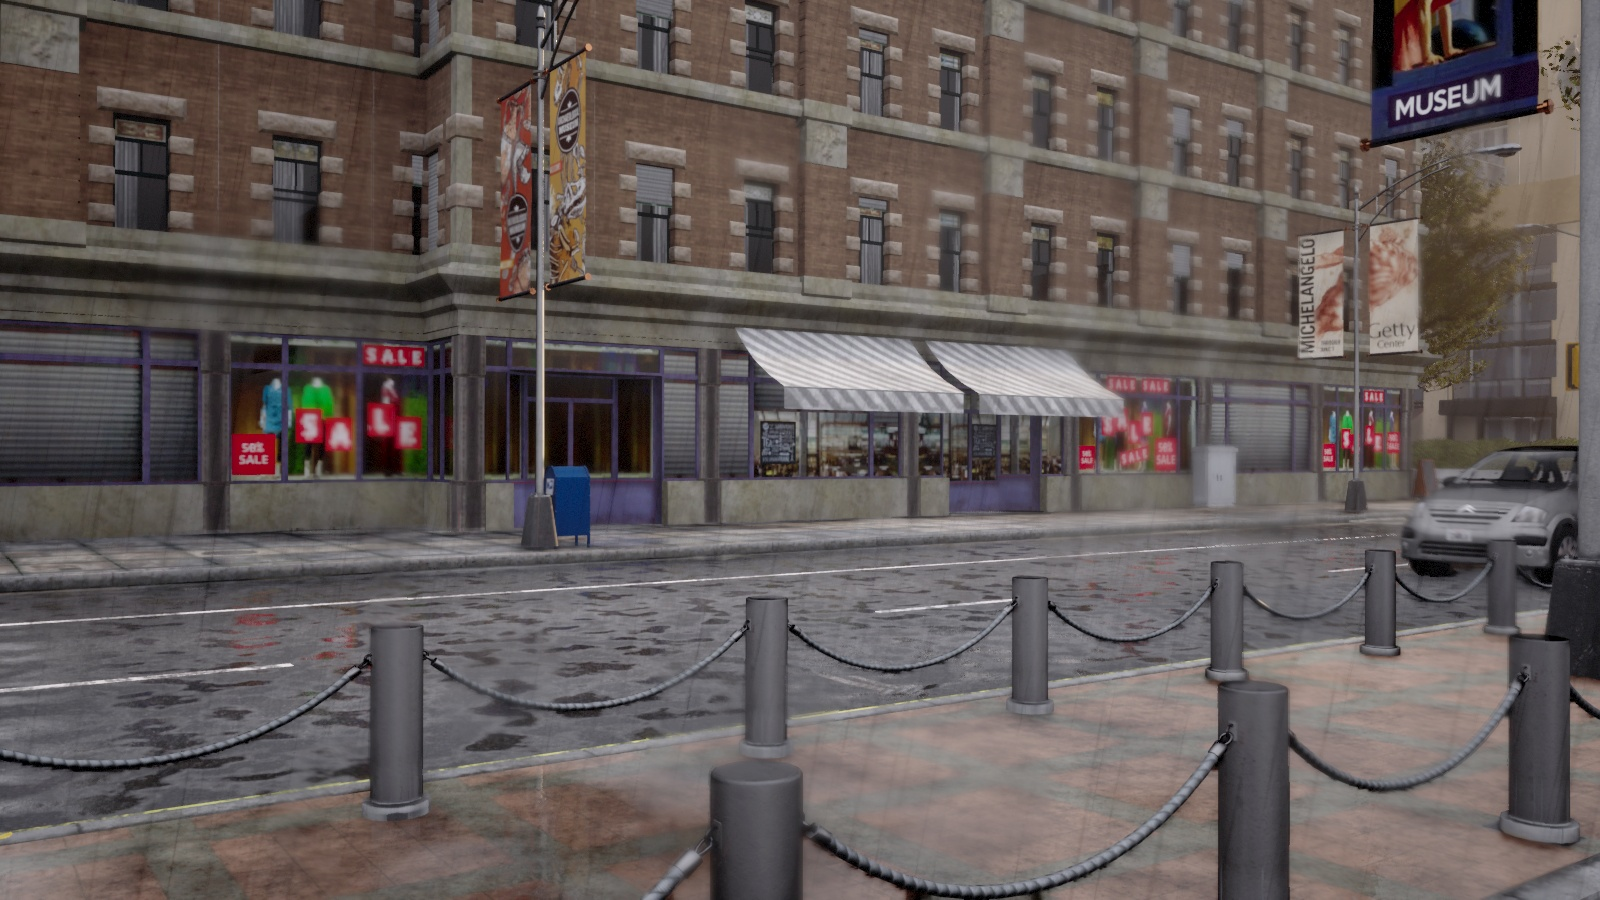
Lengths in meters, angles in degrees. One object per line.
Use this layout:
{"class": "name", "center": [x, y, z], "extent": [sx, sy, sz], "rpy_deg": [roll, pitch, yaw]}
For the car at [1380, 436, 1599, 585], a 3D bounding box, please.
{"class": "car", "center": [9.156, 0.661, 15.513], "extent": [3.988, 1.617, 1.851], "rpy_deg": [0, 0, -35]}
